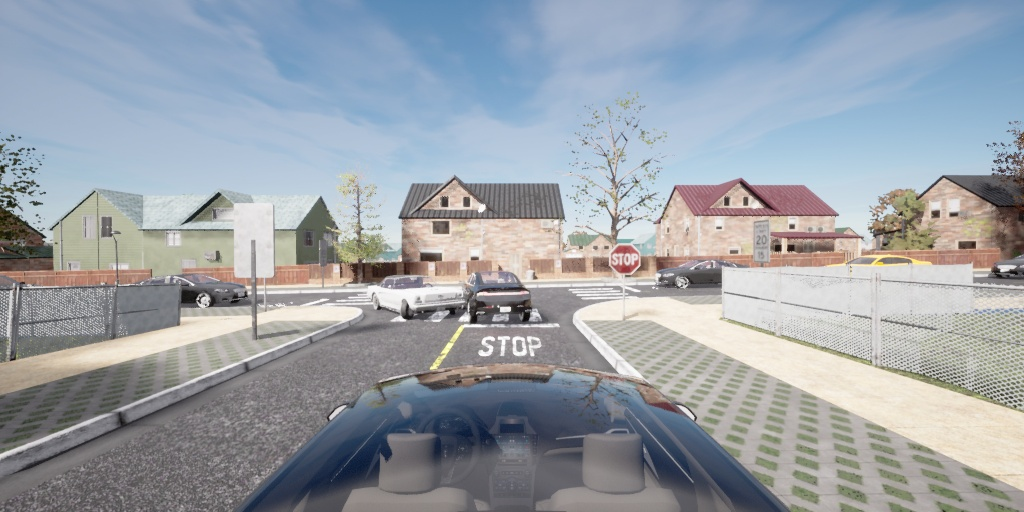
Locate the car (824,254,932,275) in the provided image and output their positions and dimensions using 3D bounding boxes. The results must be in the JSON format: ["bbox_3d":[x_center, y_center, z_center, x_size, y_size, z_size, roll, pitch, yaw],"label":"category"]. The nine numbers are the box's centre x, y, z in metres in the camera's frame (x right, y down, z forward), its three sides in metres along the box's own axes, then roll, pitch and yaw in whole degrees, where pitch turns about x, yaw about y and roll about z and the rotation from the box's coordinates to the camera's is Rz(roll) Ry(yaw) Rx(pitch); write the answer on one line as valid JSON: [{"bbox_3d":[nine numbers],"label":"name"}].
[{"bbox_3d":[19.764,0.690,19.559,5.008,1.535,1.882,-1,1,-1],"label":"car"}]

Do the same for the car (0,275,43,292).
[{"bbox_3d":[-24.237,1.648,16.435,4.553,1.767,2.097,-1,1,0],"label":"car"}]

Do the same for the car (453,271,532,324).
[{"bbox_3d":[-0.684,1.242,12.117,2.128,1.511,4.902,0,0,-12],"label":"car"}]

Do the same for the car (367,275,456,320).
[{"bbox_3d":[-3.600,1.368,12.977,1.895,1.301,4.718,0,0,-38],"label":"car"}]

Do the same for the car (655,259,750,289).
[{"bbox_3d":[10.333,0.926,19.524,4.902,1.511,2.128,-1,1,0],"label":"car"}]

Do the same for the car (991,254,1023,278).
[{"bbox_3d":[29.388,0.478,19.595,4.902,1.511,2.128,-1,1,0],"label":"car"}]

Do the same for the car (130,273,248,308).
[{"bbox_3d":[-14.900,1.566,16.474,4.902,1.511,2.128,-1,1,0],"label":"car"}]
